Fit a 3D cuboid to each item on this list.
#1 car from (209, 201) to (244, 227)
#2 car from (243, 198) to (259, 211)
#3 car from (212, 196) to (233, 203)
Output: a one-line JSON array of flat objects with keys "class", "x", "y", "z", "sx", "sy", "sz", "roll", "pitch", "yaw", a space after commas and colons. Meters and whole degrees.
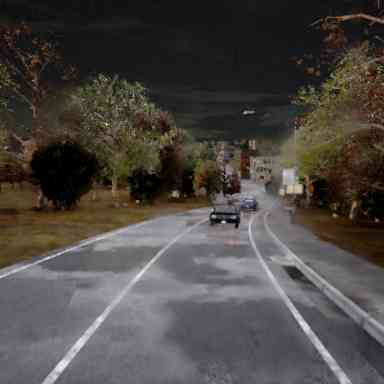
[{"class": "car", "x": 2.382, "y": 1.583, "z": 22.930, "sx": 1.895, "sy": 1.301, "sz": 4.718, "roll": 1, "pitch": 0, "yaw": 10}, {"class": "car", "x": 7.336, "y": 1.539, "z": 42.168, "sx": 1.812, "sy": 1.442, "sz": 4.674, "roll": 2, "pitch": 0, "yaw": 17}, {"class": "car", "x": 4.095, "y": 1.328, "z": 44.015, "sx": 2.097, "sy": 1.767, "sz": 4.553, "roll": 2, "pitch": 0, "yaw": 17}]
